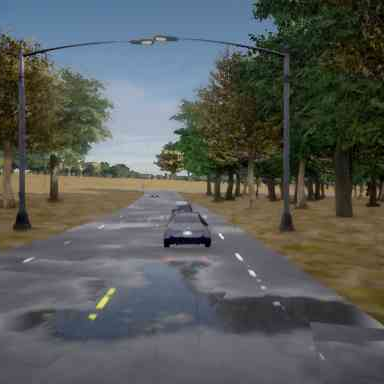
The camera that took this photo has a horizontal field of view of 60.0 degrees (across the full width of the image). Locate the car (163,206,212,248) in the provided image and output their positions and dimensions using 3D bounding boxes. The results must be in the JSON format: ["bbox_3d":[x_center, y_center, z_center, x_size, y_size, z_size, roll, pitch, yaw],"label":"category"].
[{"bbox_3d":[-0.234,1.538,14.757,1.994,1.385,4.181,-1,0,-2],"label":"car"}]

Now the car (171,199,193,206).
[{"bbox_3d":[-0.906,1.389,29.796,1.812,1.442,4.674,0,1,-3],"label":"car"}]

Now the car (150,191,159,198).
[{"bbox_3d":[-8.588,0.640,76.364,1.837,1.490,4.892,0,2,-6],"label":"car"}]
